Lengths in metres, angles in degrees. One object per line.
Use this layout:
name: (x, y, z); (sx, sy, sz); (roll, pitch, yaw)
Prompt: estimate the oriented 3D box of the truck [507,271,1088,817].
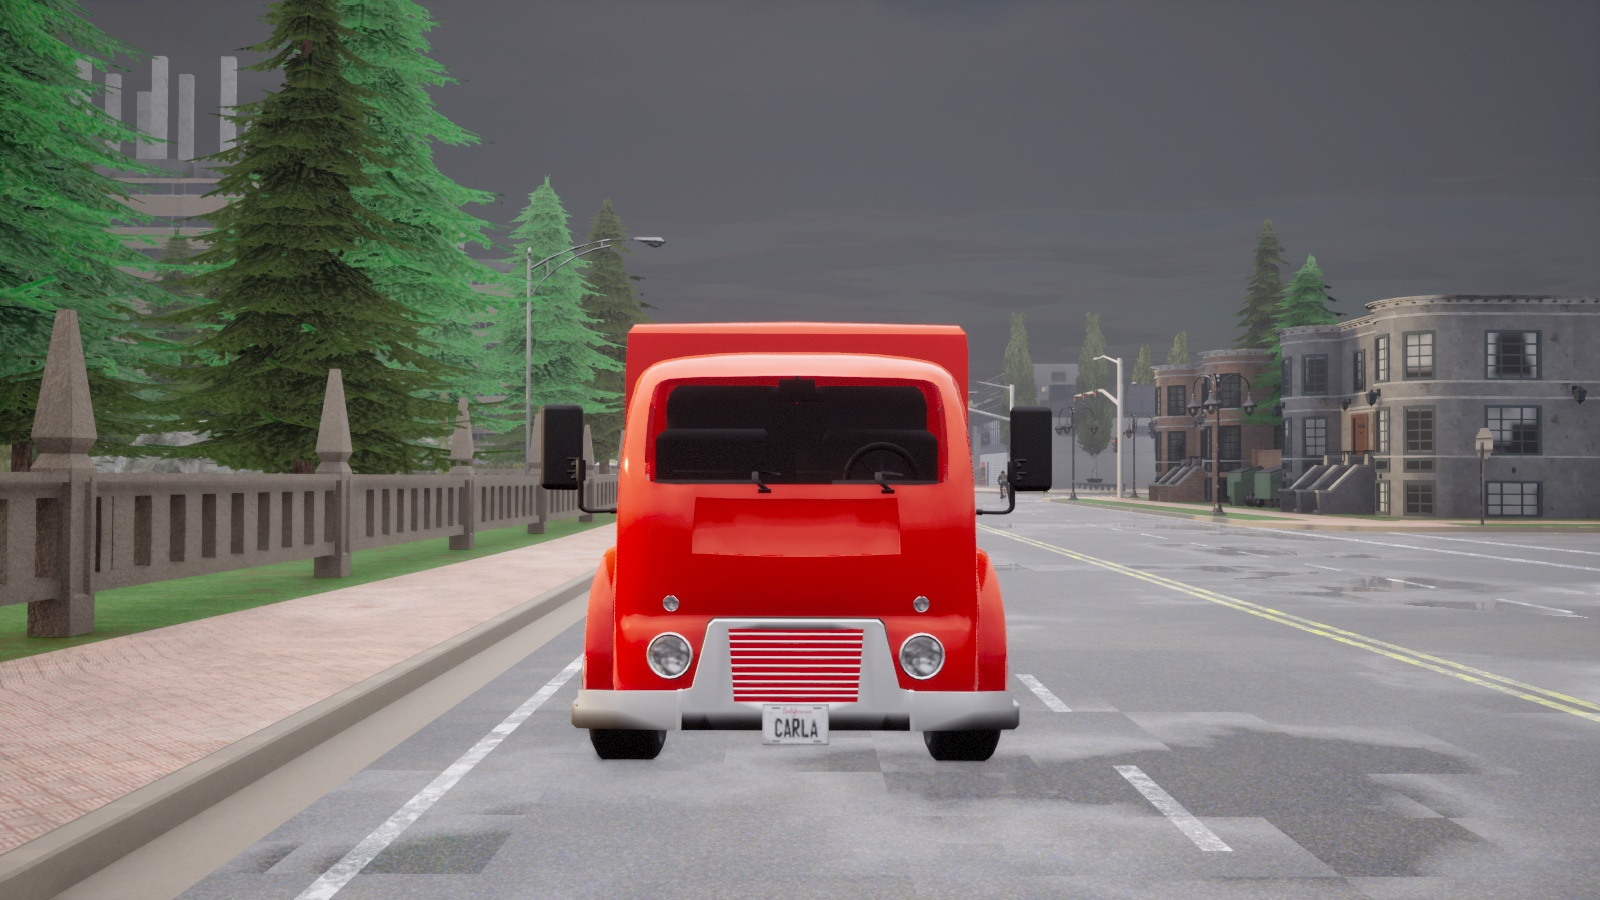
truck: (-0.023, 0.468, 8.305); (2.627, 2.467, 5.204); (0, -1, 0)
